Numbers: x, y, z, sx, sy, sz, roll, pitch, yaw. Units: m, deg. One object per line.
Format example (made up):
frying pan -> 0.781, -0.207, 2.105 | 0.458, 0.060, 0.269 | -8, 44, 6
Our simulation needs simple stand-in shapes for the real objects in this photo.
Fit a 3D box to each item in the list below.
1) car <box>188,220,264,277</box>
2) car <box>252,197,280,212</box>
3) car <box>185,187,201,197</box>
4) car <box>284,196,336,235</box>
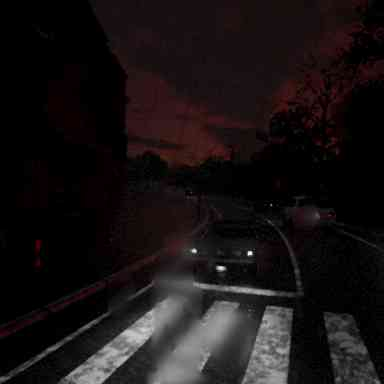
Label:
car -> 1.271, 1.627, 10.619 | 1.895, 1.301, 4.718 | 0, 0, 14
car -> 7.754, 1.273, 35.141 | 2.033, 1.411, 5.357 | 1, 1, -1
car -> 0.229, -0.093, 61.789 | 2.097, 1.767, 4.553 | 1, 3, -14
car -> 6.555, 1.208, 18.937 | 2.150, 2.045, 5.566 | 0, 1, 10
